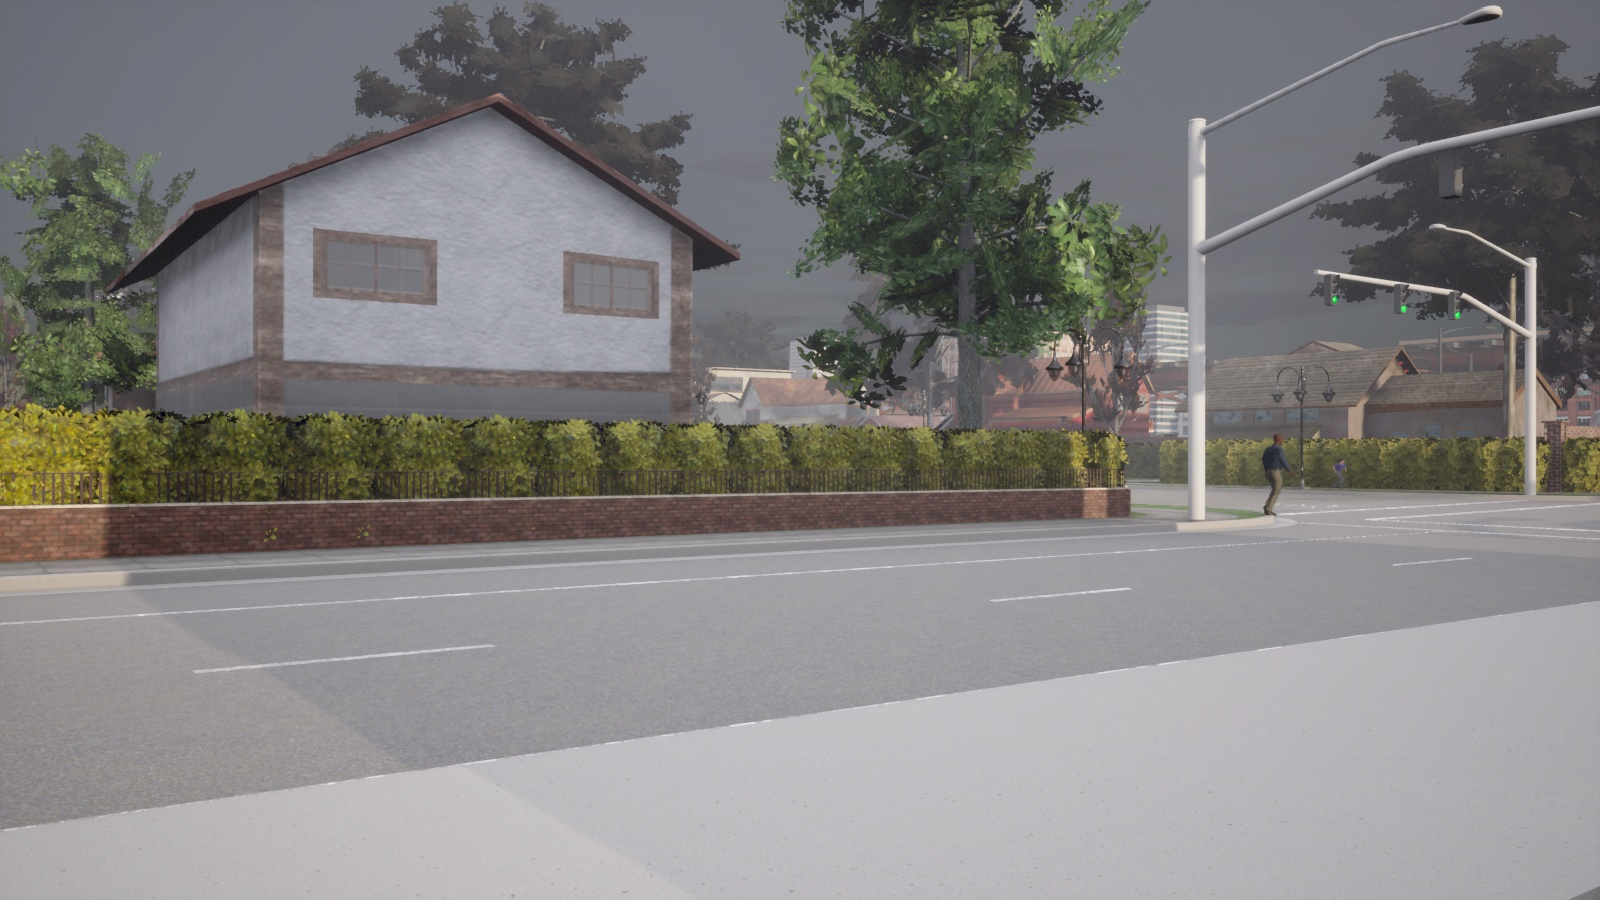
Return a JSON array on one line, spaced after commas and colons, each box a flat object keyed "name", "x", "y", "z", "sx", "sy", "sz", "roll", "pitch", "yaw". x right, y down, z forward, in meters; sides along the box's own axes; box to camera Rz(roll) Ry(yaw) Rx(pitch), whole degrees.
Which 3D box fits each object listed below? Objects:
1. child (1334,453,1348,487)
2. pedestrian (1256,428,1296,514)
[{"name": "child", "x": 20.412, "y": 0.748, "z": 47.382, "sx": 0.270, "sy": 1.263, "sz": 0.437, "roll": 0, "pitch": 0, "yaw": -34}, {"name": "pedestrian", "x": 10.239, "y": 0.445, "z": 26.998, "sx": 0.726, "sy": 1.835, "sz": 0.370, "roll": 0, "pitch": 0, "yaw": -19}]
